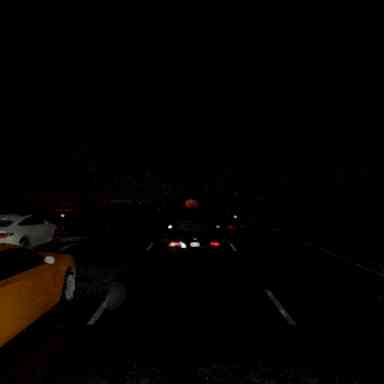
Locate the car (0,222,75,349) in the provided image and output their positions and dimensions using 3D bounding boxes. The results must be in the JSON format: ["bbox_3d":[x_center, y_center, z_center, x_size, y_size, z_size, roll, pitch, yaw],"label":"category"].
[{"bbox_3d":[-3.408,1.506,5.134,1.882,1.535,5.008,0,0,0],"label":"car"}]

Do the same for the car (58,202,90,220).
[{"bbox_3d":[-10.462,1.659,29.345,1.837,1.490,4.892,0,0,0],"label":"car"}]

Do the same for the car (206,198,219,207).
[{"bbox_3d":[3.477,1.770,55.797,2.128,1.511,4.902,0,0,0],"label":"car"}]

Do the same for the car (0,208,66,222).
[{"bbox_3d":[-6.924,1.596,13.239,1.812,1.442,4.674,0,0,0],"label":"car"}]

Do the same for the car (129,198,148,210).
[{"bbox_3d":[-7.001,1.591,46.820,2.097,1.767,4.553,0,0,0],"label":"car"}]

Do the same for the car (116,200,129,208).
[{"bbox_3d":[-10.516,1.870,52.440,1.895,1.301,4.718,0,0,0],"label":"car"}]

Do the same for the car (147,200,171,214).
[{"bbox_3d":[-3.483,1.686,38.043,2.128,1.511,4.902,0,0,0],"label":"car"}]

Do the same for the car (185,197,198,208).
[{"bbox_3d":[-0.021,1.628,54.729,2.097,1.767,4.553,0,0,0],"label":"car"}]

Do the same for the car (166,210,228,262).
[{"bbox_3d":[0.078,1.610,12.320,2.033,1.411,5.357,0,0,0],"label":"car"}]

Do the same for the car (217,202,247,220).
[{"bbox_3d":[3.536,1.747,29.307,1.895,1.301,4.718,0,0,0],"label":"car"}]
